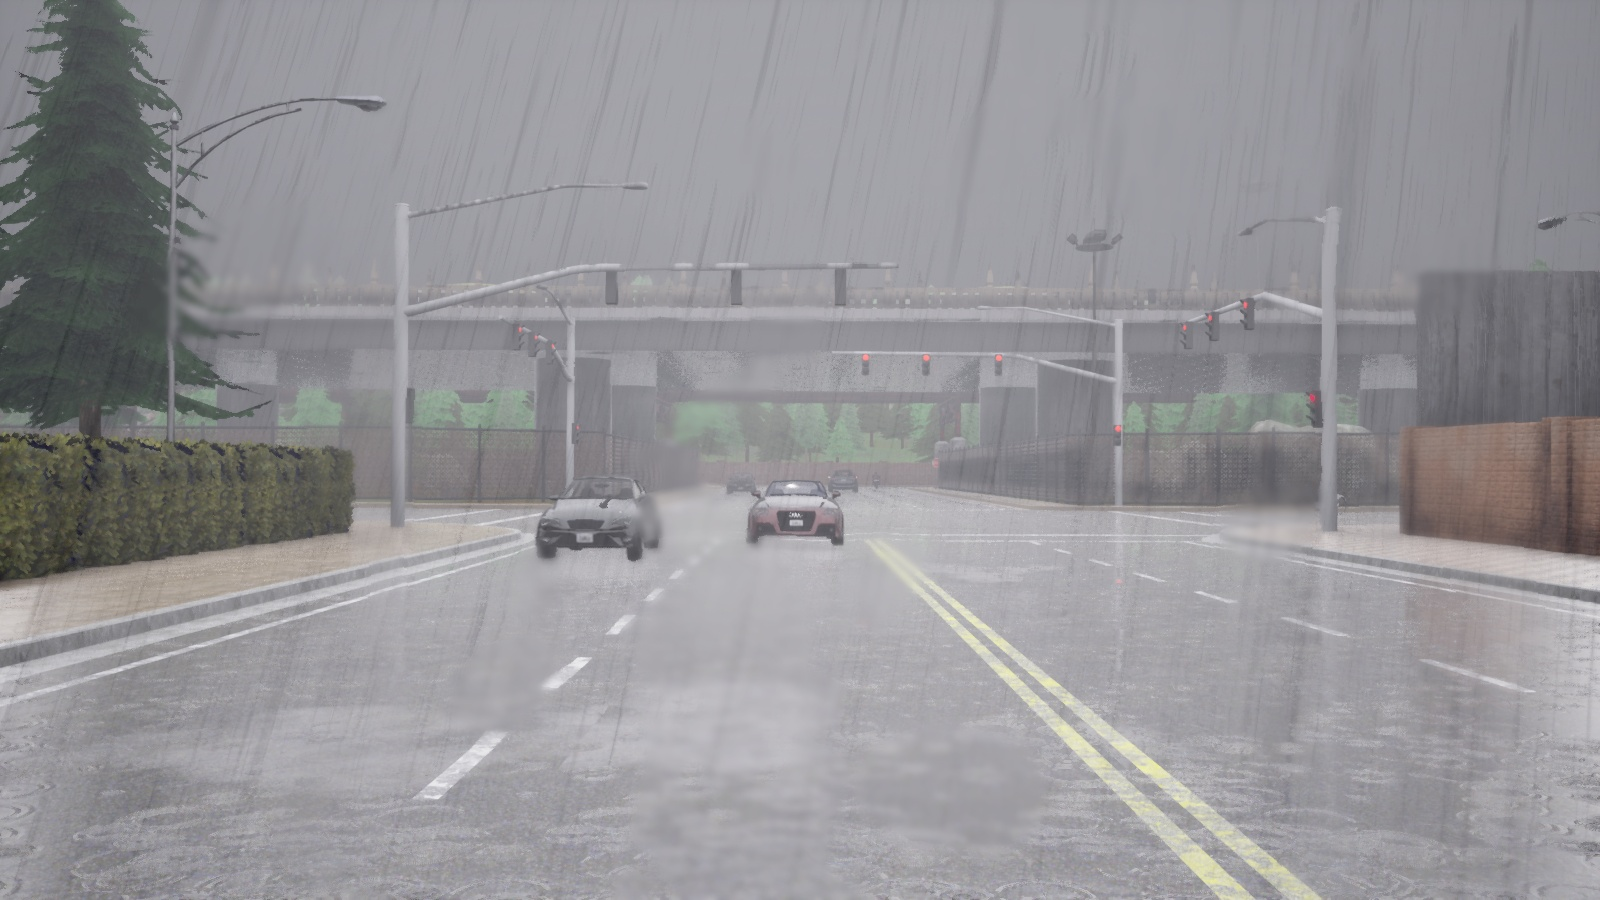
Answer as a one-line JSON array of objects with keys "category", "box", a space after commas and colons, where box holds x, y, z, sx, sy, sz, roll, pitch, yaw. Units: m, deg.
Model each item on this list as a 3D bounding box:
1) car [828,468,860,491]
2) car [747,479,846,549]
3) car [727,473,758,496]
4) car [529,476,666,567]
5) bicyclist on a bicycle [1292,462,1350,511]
[{"category": "car", "box": [3.262, 2.234, 94.807, 2.242, 1.667, 4.611, 0, -1, 0]}, {"category": "car", "box": [-0.068, 1.339, 27.456, 1.994, 1.385, 4.181, 0, -1, 0]}, {"category": "car", "box": [-3.702, 2.203, 81.177, 1.816, 1.474, 4.193, 0, -1, 0]}, {"category": "car", "box": [-3.557, 1.224, 22.773, 1.816, 1.474, 4.193, 0, -1, 0]}, {"category": "bicyclist on a bicycle", "box": [18.956, 1.319, 45.688, 1.843, 1.776, 0.659, 0, -1, 0]}]
